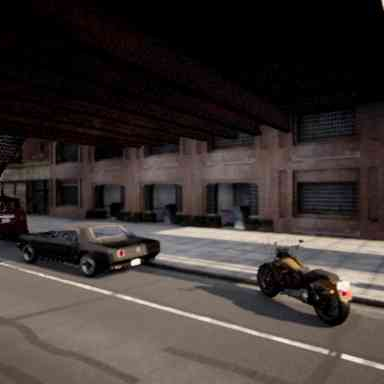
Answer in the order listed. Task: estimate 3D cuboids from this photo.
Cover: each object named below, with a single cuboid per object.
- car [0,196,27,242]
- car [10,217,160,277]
[{"bbox_3d":[-9.379,1.207,14.440,5.566,2.045,2.435,0,0,35],"label":"car"},{"bbox_3d":[-3.327,1.584,10.189,4.718,1.301,1.895,0,0,35],"label":"car"}]
